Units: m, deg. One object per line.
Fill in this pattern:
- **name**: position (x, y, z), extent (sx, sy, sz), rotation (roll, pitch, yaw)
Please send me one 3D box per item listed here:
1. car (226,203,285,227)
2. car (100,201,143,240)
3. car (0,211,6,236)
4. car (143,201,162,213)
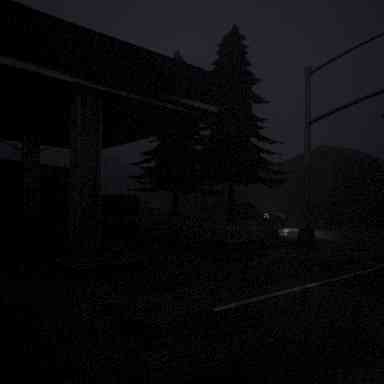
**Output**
- **car**: position (4.540, 1.610, 24.274), extent (2.097, 1.767, 4.553), rotation (1, 0, -35)
- **car**: position (-4.587, 1.445, 18.252), extent (1.905, 1.878, 3.866), rotation (1, 0, -36)
- **car**: position (-11.718, 1.519, 18.431), extent (2.242, 1.667, 4.611), rotation (1, 0, -36)
- **car**: position (-5.449, 1.690, 38.325), extent (2.033, 1.411, 5.357), rotation (1, 0, -36)
